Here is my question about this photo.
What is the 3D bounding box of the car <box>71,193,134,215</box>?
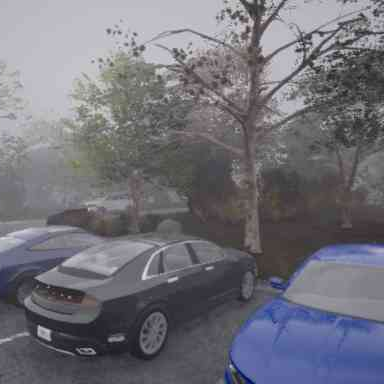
[{"bbox_3d":[-7.368,1.125,29.337,2.150,2.045,5.566,-3,-1,35],"label":"car"}]

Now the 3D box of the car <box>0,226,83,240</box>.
[{"bbox_3d":[-3.112,1.542,8.031,2.002,1.452,4.674,0,0,36],"label":"car"}]

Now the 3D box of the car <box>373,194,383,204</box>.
[{"bbox_3d":[23.850,0.779,38.757,4.902,1.511,2.128,0,0,36],"label":"car"}]

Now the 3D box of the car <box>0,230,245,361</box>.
[{"bbox_3d":[-0.447,1.493,6.127,2.231,1.521,4.892,0,0,35],"label":"car"}]

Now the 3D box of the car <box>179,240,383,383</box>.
[{"bbox_3d":[2.225,1.482,4.236,2.097,1.535,5.008,0,0,35],"label":"car"}]

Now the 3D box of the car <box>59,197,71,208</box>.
[{"bbox_3d":[-18.517,1.530,53.462,2.150,2.045,5.566,-3,-1,35],"label":"car"}]
